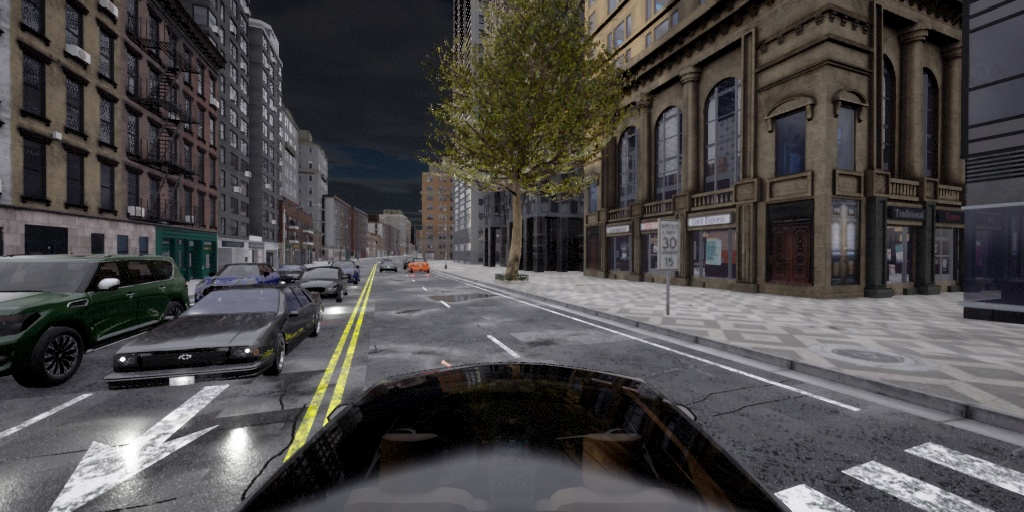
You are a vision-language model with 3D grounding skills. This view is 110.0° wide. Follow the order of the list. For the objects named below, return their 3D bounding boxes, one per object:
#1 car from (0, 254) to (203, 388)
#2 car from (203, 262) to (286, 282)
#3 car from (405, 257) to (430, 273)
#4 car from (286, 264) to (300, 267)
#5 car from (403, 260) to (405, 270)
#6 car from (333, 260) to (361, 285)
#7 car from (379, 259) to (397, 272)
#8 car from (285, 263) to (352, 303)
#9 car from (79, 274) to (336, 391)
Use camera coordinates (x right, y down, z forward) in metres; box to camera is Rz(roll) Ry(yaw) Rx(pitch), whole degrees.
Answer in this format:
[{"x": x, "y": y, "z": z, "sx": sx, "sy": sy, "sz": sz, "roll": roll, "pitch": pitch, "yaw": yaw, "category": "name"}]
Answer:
[{"x": -8.565, "y": 0.969, "z": 6.834, "sx": 2.150, "sy": 2.045, "sz": 5.566, "roll": 0, "pitch": 0, "yaw": -20, "category": "car"}, {"x": -11.937, "y": 1.090, "z": 15.940, "sx": 2.097, "sy": 1.767, "sz": 4.553, "roll": 0, "pitch": 0, "yaw": -20, "category": "car"}, {"x": -10.860, "y": 1.026, "z": 41.613, "sx": 2.097, "sy": 1.767, "sz": 4.553, "roll": 0, "pitch": 0, "yaw": -20, "category": "car"}, {"x": -15.234, "y": 1.267, "z": 24.867, "sx": 2.033, "sy": 1.411, "sz": 5.357, "roll": 0, "pitch": 0, "yaw": -21, "category": "car"}, {"x": -14.394, "y": 0.983, "z": 51.071, "sx": 2.097, "sy": 1.767, "sz": 4.553, "roll": 0, "pitch": 0, "yaw": -20, "category": "car"}, {"x": -12.021, "y": 1.073, "z": 25.558, "sx": 2.097, "sy": 1.767, "sz": 4.553, "roll": 0, "pitch": 0, "yaw": -20, "category": "car"}, {"x": -14.874, "y": 1.226, "z": 43.146, "sx": 1.994, "sy": 1.385, "sz": 4.181, "roll": 0, "pitch": 0, "yaw": -20, "category": "car"}, {"x": -8.678, "y": 1.244, "z": 16.503, "sx": 1.837, "sy": 1.490, "sz": 4.892, "roll": 0, "pitch": 0, "yaw": -20, "category": "car"}, {"x": -5.265, "y": 1.295, "z": 7.379, "sx": 2.033, "sy": 1.411, "sz": 5.357, "roll": 0, "pitch": 0, "yaw": -18, "category": "car"}]
